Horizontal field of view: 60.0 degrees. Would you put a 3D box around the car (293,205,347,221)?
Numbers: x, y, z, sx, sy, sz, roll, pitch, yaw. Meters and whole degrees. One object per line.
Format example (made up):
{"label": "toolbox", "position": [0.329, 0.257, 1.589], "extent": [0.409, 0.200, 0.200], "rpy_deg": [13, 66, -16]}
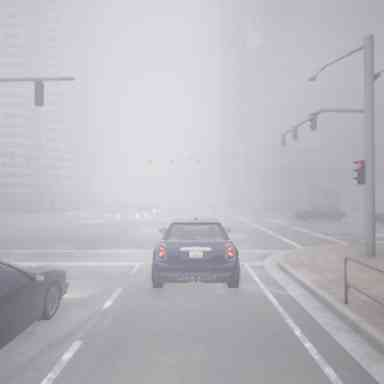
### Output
{"label": "car", "position": [11.683, 1.895, 30.420], "extent": [4.674, 1.442, 1.812], "rpy_deg": [0, -1, 1]}

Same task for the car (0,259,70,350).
{"label": "car", "position": [-3.419, 1.603, 4.414], "extent": [2.033, 1.411, 5.357], "rpy_deg": [0, -1, 0]}

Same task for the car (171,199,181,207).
{"label": "car", "position": [-3.406, 2.320, 69.505], "extent": [1.882, 1.535, 5.008], "rpy_deg": [0, -1, 0]}

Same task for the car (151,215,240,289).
{"label": "car", "position": [0.097, 1.471, 9.699], "extent": [2.097, 1.767, 4.553], "rpy_deg": [0, -1, 0]}

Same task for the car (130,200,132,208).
{"label": "car", "position": [-10.524, 2.188, 56.313], "extent": [1.837, 1.490, 4.892], "rpy_deg": [0, -1, 0]}

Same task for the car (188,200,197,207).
{"label": "car", "position": [0.069, 2.412, 70.863], "extent": [1.994, 1.385, 4.181], "rpy_deg": [0, -1, 0]}

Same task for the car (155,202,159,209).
{"label": "car", "position": [-7.016, 2.311, 58.593], "extent": [1.895, 1.301, 4.718], "rpy_deg": [0, -1, 0]}

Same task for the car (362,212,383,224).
{"label": "car", "position": [16.480, 1.928, 26.879], "extent": [4.718, 1.301, 1.895], "rpy_deg": [0, -1, 1]}

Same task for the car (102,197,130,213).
{"label": "car", "position": [-10.555, 1.915, 46.371], "extent": [2.097, 1.767, 4.553], "rpy_deg": [0, -1, 0]}

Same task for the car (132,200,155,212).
{"label": "car", "position": [-7.050, 2.154, 48.633], "extent": [1.994, 1.385, 4.181], "rpy_deg": [0, -1, 0]}
